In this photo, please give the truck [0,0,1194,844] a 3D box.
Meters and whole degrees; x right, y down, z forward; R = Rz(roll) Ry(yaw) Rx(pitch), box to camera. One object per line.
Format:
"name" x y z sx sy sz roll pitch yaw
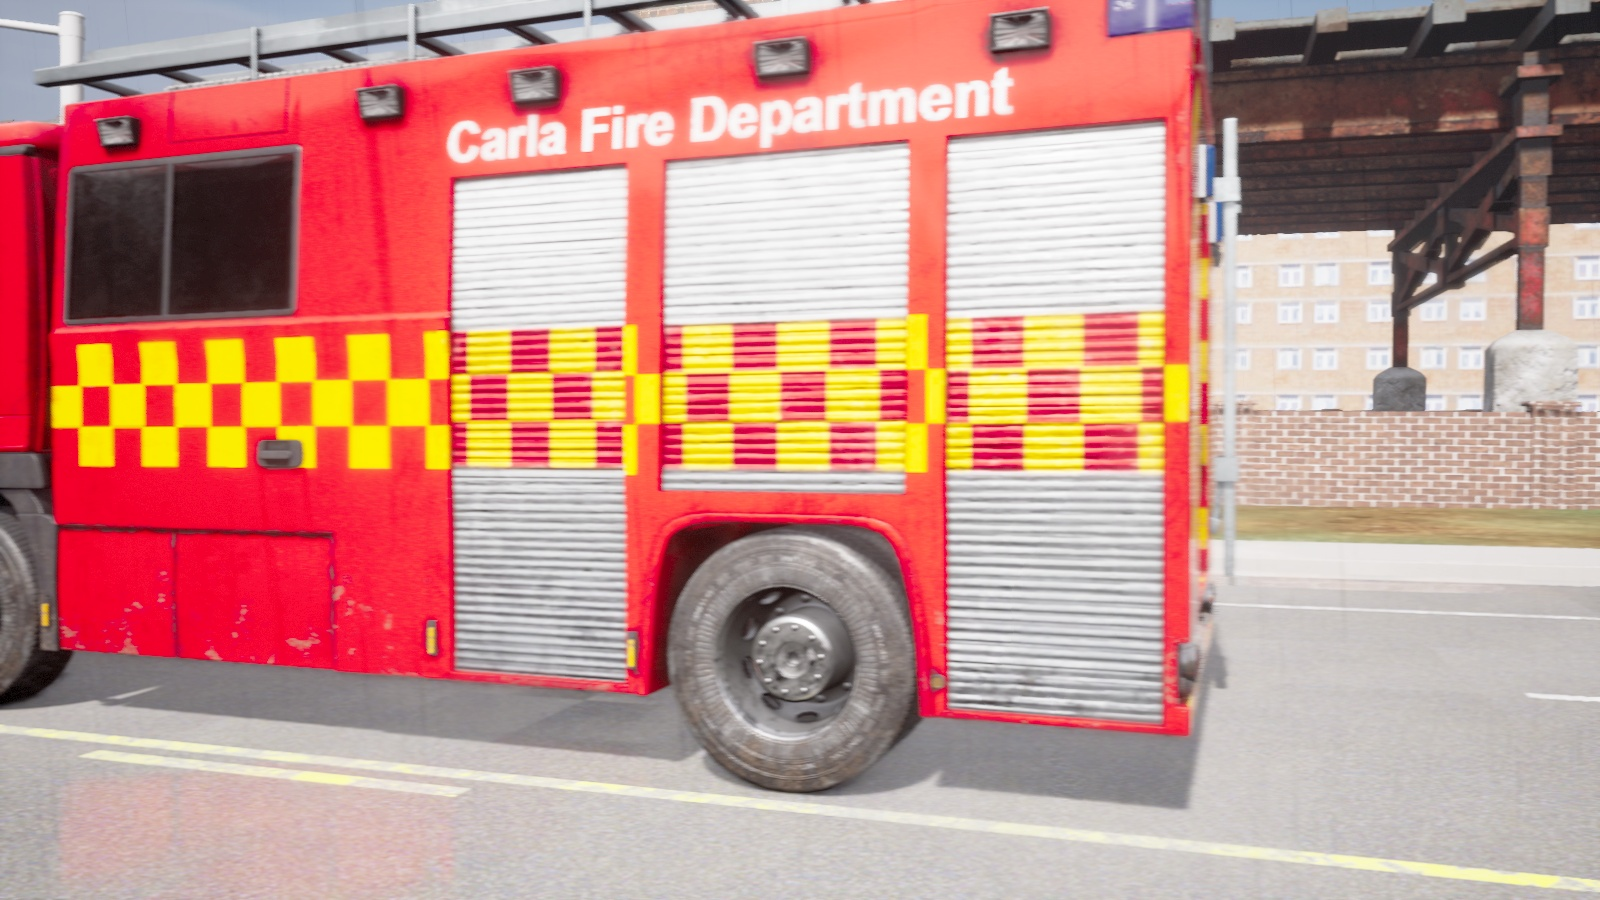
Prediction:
"truck" -2.145 -0.472 7.557 8.468 3.827 2.891 1 1 20
